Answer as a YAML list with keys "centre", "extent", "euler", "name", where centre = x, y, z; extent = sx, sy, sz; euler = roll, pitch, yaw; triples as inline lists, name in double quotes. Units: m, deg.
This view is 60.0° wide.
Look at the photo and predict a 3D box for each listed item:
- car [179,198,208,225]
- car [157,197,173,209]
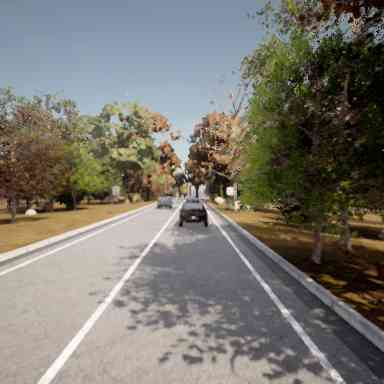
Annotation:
- centre: [0.097, 1.455, 23.611]
  extent: [1.882, 1.535, 5.008]
  euler: [0, 0, 0]
  name: "car"
- centre: [-3.511, 1.418, 43.795]
  extent: [2.033, 1.411, 5.357]
  euler: [0, 0, 0]
  name: "car"
